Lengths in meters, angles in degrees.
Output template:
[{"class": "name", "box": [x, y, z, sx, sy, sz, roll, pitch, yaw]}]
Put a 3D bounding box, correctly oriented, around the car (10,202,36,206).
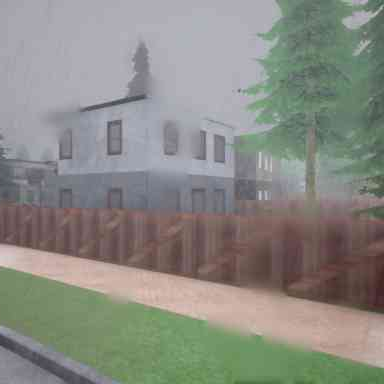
[{"class": "car", "box": [-15.363, 1.582, 29.328, 1.895, 1.301, 4.718, 0, 0, 28]}]
